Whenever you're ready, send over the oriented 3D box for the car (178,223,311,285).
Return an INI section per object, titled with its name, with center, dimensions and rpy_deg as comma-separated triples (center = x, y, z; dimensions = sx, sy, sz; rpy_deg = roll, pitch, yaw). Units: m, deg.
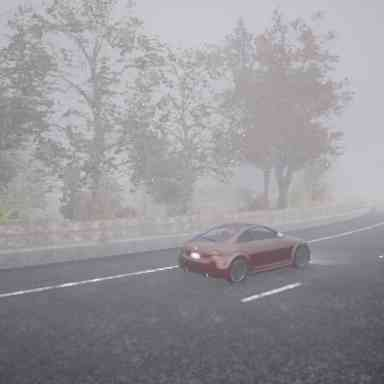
[car]
center = 1.640, 1.593, 9.740
dimensions = 4.181, 1.385, 1.994
rpy_deg = 0, 0, -39
